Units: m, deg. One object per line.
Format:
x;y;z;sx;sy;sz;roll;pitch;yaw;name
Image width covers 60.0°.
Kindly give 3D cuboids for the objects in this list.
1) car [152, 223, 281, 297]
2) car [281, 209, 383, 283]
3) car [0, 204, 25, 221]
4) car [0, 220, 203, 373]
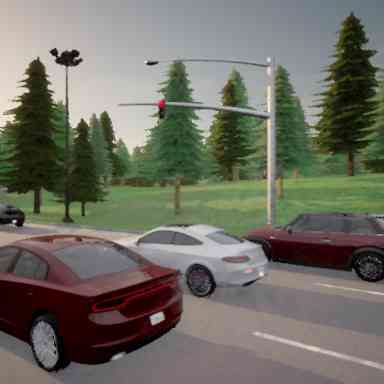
-0.369;1.537;8.556;4.674;1.442;1.812;0;0;36;car
3.691;1.358;9.958;4.553;1.767;2.097;0;0;36;car
-12.834;1.556;21.747;4.892;1.490;1.837;0;0;36;car
-2.460;1.489;5.748;5.008;1.535;1.882;0;0;36;car
